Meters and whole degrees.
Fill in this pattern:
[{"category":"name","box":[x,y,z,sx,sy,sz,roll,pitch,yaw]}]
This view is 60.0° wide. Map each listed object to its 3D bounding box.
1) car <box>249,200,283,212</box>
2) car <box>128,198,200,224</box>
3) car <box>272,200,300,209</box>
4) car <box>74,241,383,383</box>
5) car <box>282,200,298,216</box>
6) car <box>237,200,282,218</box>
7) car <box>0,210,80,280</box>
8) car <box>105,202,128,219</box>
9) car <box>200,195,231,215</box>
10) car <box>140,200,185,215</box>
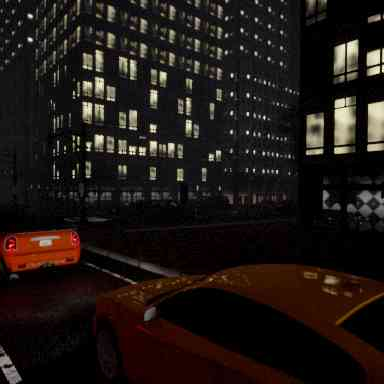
[{"category":"car","box":[9.793,1.814,43.837,4.674,1.442,1.812,1,1,-39]},{"category":"car","box":[-2.168,1.523,26.691,5.009,1.841,2.192,1,0,-39]},{"category":"car","box":[14.433,1.881,50.964,4.313,1.339,1.947,1,0,-39]},{"category":"car","box":[0.739,1.476,3.261,1.882,1.535,5.008,0,0,-40]},{"category":"car","box":[10.965,1.936,37.356,4.206,1.307,1.802,1,0,-39]},{"category":"car","box":[6.719,1.832,33.908,4.829,1.417,1.752,1,0,-39]},{"category":"car","box":[-5.188,1.347,10.313,2.097,1.767,4.553,0,0,-40]},{"category":"car","box":[-5.781,1.642,31.216,4.674,1.442,1.812,1,1,-38]},{"category":"car","box":[1.903,1.423,37.435,5.566,2.045,2.150,1,1,-39]},{"category":"car","box":[-3.208,1.647,36.643,4.829,1.417,1.752,1,0,-39]}]
